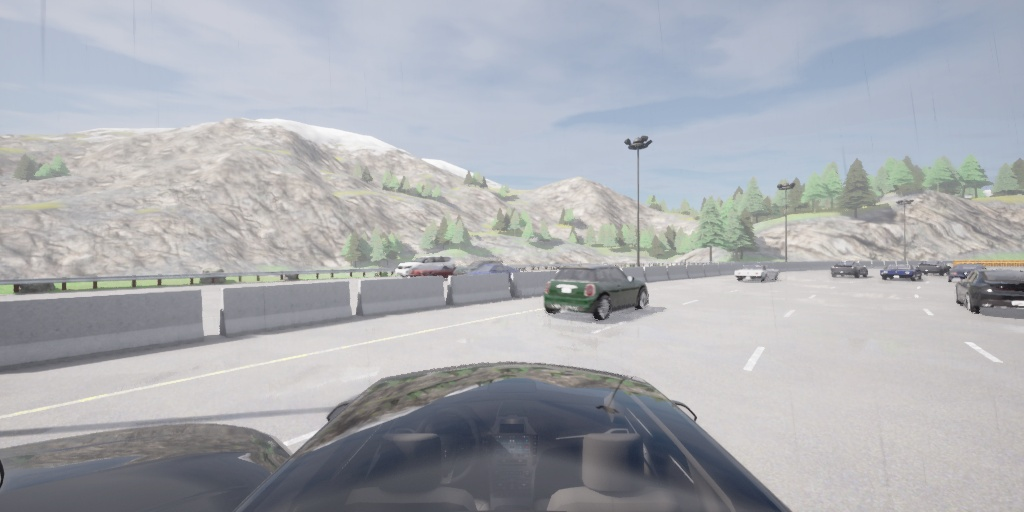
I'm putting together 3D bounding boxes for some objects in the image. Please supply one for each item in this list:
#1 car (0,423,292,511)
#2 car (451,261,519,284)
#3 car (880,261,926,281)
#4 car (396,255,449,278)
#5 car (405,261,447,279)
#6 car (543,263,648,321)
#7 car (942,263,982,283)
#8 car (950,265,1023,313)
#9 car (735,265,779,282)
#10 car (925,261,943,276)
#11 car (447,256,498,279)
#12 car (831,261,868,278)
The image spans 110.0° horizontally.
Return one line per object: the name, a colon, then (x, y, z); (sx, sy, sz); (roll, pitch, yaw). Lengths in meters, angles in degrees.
car: (-2.982, 1.255, 0.505); (4.892, 1.490, 1.837); (0, 0, -45)
car: (-1.397, 1.275, 23.699); (1.812, 1.442, 4.674); (0, 0, 44)
car: (32.304, 1.351, 29.710); (4.718, 1.301, 1.895); (0, 0, -35)
car: (-7.622, 0.971, 32.387); (2.150, 2.045, 5.566); (0, 0, 44)
car: (-5.882, 1.351, 29.154); (1.895, 1.301, 4.718); (0, 0, 44)
car: (3.127, 1.102, 12.839); (2.097, 1.767, 4.553); (0, 0, 42)
car: (34.359, 1.297, 26.911); (5.357, 1.411, 2.033); (0, 0, -36)
car: (17.897, 1.255, 13.104); (4.892, 1.490, 1.837); (0, 0, -45)
car: (19.812, 1.351, 28.891); (4.718, 1.301, 1.895); (0, 0, -40)
car: (43.308, 1.241, 36.844); (4.902, 1.511, 2.128); (0, 0, -31)
car: (-2.365, 1.102, 27.710); (2.097, 1.767, 4.553); (0, 0, 45)
car: (31.370, 1.241, 33.320); (4.902, 1.511, 2.128); (0, 0, -35)
